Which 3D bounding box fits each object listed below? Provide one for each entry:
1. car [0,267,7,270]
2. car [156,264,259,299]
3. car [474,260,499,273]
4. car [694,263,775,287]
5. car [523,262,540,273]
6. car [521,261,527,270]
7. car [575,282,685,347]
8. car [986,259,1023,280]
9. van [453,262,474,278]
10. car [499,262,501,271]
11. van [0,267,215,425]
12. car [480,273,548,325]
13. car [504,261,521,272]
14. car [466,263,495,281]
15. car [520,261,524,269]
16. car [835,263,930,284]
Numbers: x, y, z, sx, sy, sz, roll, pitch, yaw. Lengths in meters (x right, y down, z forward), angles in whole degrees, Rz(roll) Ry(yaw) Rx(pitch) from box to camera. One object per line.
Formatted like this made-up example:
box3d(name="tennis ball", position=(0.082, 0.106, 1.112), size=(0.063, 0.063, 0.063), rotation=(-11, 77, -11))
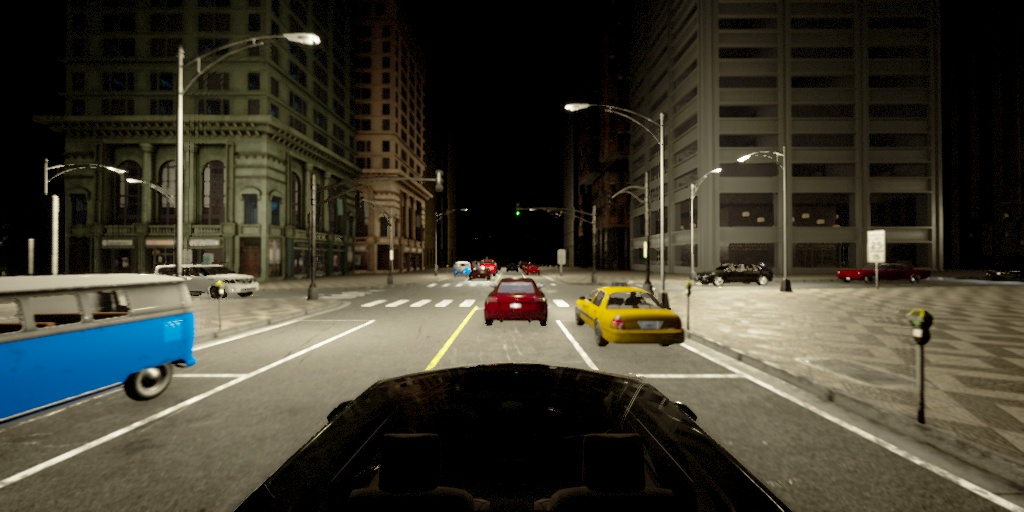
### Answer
box3d(name="car", position=(-28.695, 1.674, 21.098), size=(5.566, 2.045, 2.150), rotation=(-1, -1, 1))
box3d(name="car", position=(-18.091, 1.491, 21.107), size=(5.566, 2.045, 2.150), rotation=(-1, 0, 4))
box3d(name="car", position=(-3.131, 1.496, 45.618), size=(2.150, 2.045, 5.566), rotation=(0, -1, -1))
box3d(name="car", position=(14.896, 1.234, 24.171), size=(4.892, 1.490, 1.837), rotation=(-1, 0, 0))
box3d(name="car", position=(2.748, 1.841, 47.388), size=(1.888, 1.381, 4.507), rotation=(0, 0, 0))
box3d(name="car", position=(2.743, 1.910, 52.913), size=(1.888, 1.381, 4.507), rotation=(0, 0, 0))
box3d(name="car", position=(2.764, 1.364, 9.468), size=(1.751, 1.417, 4.829), rotation=(0, 0, 0))
box3d(name="car", position=(35.147, 0.899, 24.103), size=(4.892, 1.490, 1.837), rotation=(-1, 0, 0))
box3d(name="van", position=(-5.804, 1.570, 41.875), size=(1.690, 1.789, 3.998), rotation=(0, 0, 0))
box3d(name="car", position=(-3.121, 1.997, 55.420), size=(1.895, 1.301, 4.718), rotation=(0, -1, 0))
box3d(name="van", position=(-5.763, 1.116, 3.894), size=(1.690, 1.789, 3.998), rotation=(0, 0, 0))
box3d(name="car", position=(0.183, 1.439, 12.400), size=(1.994, 1.385, 4.181), rotation=(0, -1, 2))
box3d(name="car", position=(0.061, 2.031, 61.200), size=(1.994, 1.385, 4.181), rotation=(0, -1, 0))
box3d(name="car", position=(-3.114, 1.721, 35.988), size=(1.994, 1.385, 4.181), rotation=(0, -1, 1))
box3d(name="car", position=(2.738, 1.979, 58.437), size=(1.888, 1.381, 4.507), rotation=(0, 0, 0))
box3d(name="car", position=(24.816, 1.163, 24.140), size=(4.718, 1.301, 1.895), rotation=(-1, 0, 0))
